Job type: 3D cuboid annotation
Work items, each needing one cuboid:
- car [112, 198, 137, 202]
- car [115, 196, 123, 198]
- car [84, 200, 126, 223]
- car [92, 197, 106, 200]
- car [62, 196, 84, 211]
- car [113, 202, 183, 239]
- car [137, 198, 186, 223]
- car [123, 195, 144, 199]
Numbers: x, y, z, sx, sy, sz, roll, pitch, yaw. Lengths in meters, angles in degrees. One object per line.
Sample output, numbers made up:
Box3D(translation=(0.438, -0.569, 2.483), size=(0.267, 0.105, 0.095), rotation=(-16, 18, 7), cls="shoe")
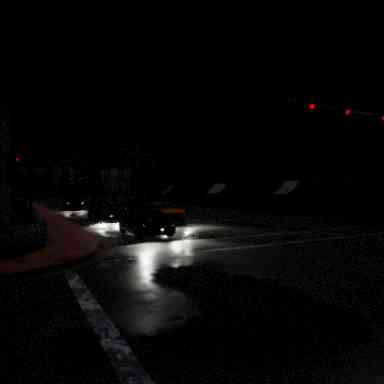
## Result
Box3D(translation=(-6.478, 1.566, 32.790), size=(1.895, 1.301, 4.718), rotation=(0, 0, -27), cls="car")
Box3D(translation=(-13.422, 1.424, 61.505), size=(1.812, 1.442, 4.674), rotation=(0, 0, -27), cls="car")
Box3D(translation=(-6.693, 1.556, 25.613), size=(1.994, 1.385, 4.181), rotation=(0, 0, -28), cls="car")
Box3D(translation=(-12.173, 1.443, 43.764), size=(2.128, 1.511, 4.902), rotation=(0, 1, -27), cls="car")
Box3D(translation=(-14.553, 1.332, 40.745), size=(2.097, 1.767, 4.553), rotation=(0, 0, -27), cls="car")
Box3D(translation=(-2.488, 1.503, 17.533), size=(1.837, 1.490, 4.892), rotation=(0, 0, -27), cls="car")
Box3D(translation=(-2.172, 1.449, 24.514), size=(1.882, 1.535, 5.008), rotation=(0, 0, -27), cls="car")
Box3D(translation=(-8.818, 1.258, 52.655), size=(2.097, 1.767, 4.553), rotation=(0, 0, -27), cls="car")
